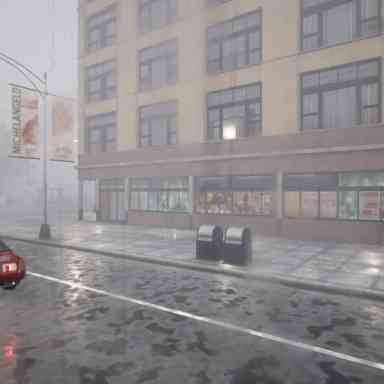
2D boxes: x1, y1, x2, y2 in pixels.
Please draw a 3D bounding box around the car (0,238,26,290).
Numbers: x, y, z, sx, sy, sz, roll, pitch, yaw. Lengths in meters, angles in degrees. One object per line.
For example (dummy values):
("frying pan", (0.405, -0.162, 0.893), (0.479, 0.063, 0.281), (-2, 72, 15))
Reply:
("car", (-5.720, 1.601, 8.156), (1.895, 1.301, 4.718), (0, 0, -42))
